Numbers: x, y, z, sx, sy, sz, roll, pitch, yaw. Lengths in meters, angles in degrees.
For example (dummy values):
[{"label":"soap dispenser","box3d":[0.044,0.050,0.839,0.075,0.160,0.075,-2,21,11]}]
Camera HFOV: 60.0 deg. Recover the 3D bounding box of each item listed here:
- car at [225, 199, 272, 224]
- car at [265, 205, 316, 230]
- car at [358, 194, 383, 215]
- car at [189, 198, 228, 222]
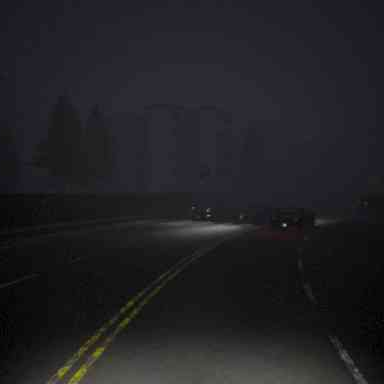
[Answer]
[{"label":"car","box3d":[4.856,1.481,25.067,2.128,1.511,4.902,0,0,36]},{"label":"car","box3d":[6.488,1.602,21.038,1.895,1.301,4.718,0,0,31]},{"label":"car","box3d":[19.280,1.259,34.266,5.566,2.045,2.150,0,0,-36]},{"label":"car","box3d":[1.738,1.326,26.587,2.097,1.767,4.553,0,0,36]}]
